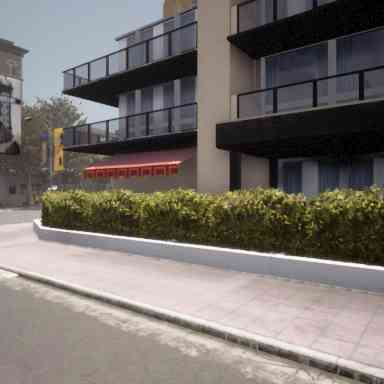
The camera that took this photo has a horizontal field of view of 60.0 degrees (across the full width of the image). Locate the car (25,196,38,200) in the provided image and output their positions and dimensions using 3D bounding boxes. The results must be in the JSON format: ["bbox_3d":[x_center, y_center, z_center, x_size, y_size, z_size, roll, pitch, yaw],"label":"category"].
[{"bbox_3d":[-34.532,1.481,68.325,4.892,1.521,2.231,0,0,37],"label":"car"}]
